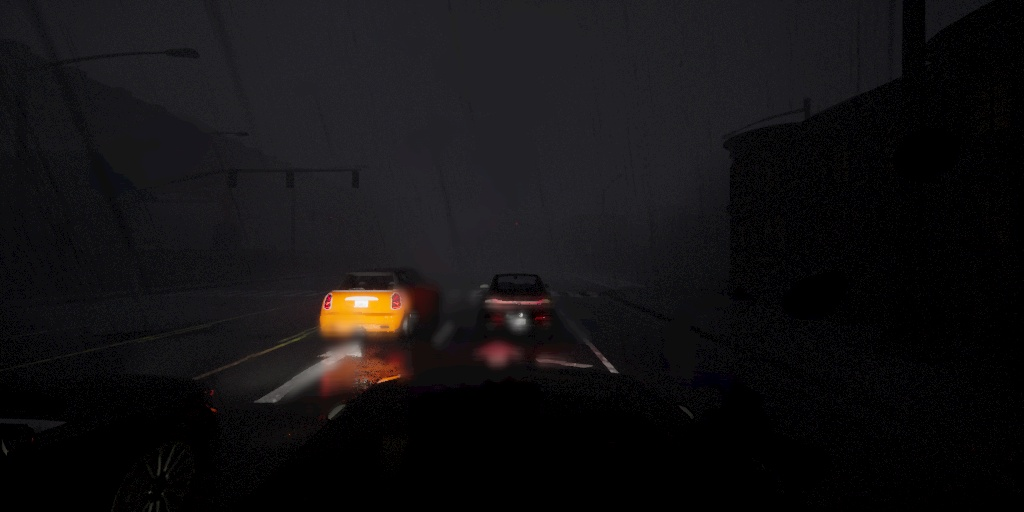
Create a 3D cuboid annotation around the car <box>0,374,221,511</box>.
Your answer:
[{"bbox_3d":[-3.400,1.242,1.061,2.128,1.511,4.902,0,0,0],"label":"car"}]

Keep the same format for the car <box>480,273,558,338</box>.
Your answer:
[{"bbox_3d":[0.116,1.241,10.252,2.128,1.511,4.902,0,0,-1],"label":"car"}]

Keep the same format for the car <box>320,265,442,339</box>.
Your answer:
[{"bbox_3d":[-3.393,1.102,10.211,2.097,1.767,4.553,0,0,0],"label":"car"}]
